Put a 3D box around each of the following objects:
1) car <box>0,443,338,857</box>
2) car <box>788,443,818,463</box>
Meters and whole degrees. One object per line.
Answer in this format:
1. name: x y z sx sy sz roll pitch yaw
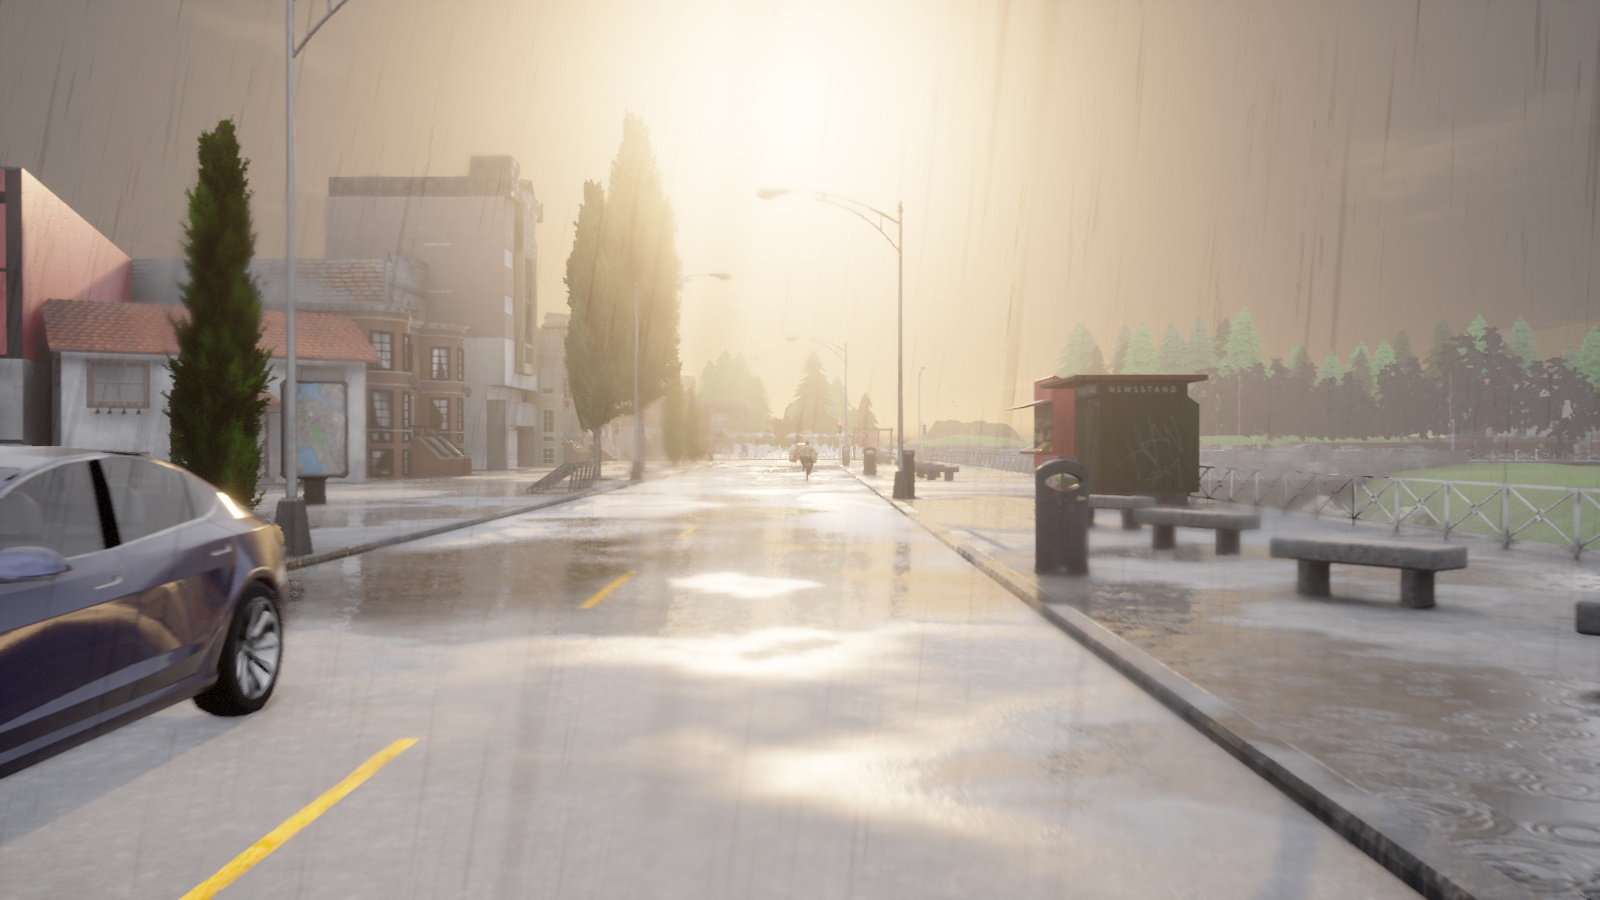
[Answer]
1. car: -3.954 0.713 5.378 2.163 1.488 4.792 0 0 0
2. car: 0.198 0.221 95.728 1.816 1.474 4.193 0 0 -6
